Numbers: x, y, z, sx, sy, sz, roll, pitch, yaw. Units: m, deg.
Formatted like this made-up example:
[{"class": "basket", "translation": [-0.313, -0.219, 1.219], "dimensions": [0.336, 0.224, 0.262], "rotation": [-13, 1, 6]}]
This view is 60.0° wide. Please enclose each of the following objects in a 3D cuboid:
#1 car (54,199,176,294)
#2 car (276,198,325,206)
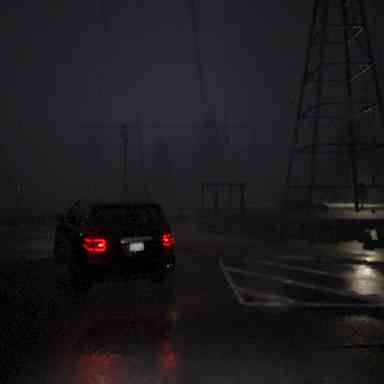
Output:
[{"class": "car", "translation": [-2.367, 1.196, 9.101], "dimensions": [2.150, 2.045, 5.566], "rotation": [0, 0, -28]}, {"class": "car", "translation": [10.865, 1.385, 32.923], "dimensions": [5.008, 1.535, 1.882], "rotation": [0, 0, 2]}]
